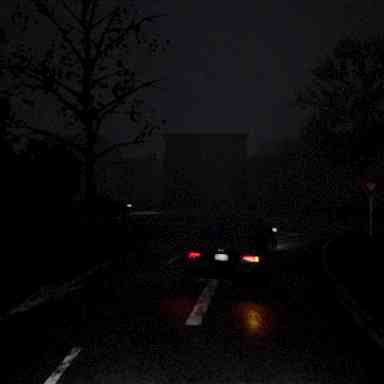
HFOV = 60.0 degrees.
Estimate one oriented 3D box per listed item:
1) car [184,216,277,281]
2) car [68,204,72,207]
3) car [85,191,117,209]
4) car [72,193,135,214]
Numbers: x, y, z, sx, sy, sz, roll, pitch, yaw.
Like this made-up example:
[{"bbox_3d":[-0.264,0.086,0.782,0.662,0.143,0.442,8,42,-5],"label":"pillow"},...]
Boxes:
[{"bbox_3d":[1.329,1.383,9.437,2.033,1.411,5.357,0,1,16],"label":"car"},{"bbox_3d":[-12.884,1.018,36.532,2.097,1.535,5.008,-1,1,1],"label":"car"},{"bbox_3d":[-9.851,0.845,36.455,2.185,1.767,4.553,-1,1,1],"label":"car"},{"bbox_3d":[-7.414,1.080,28.923,4.892,1.490,1.837,-1,0,6],"label":"car"}]
